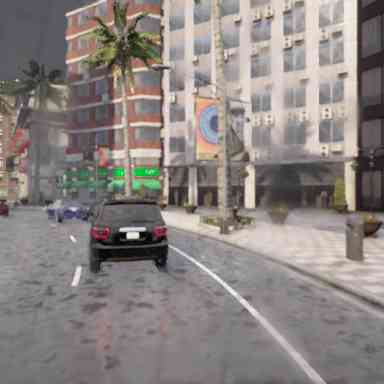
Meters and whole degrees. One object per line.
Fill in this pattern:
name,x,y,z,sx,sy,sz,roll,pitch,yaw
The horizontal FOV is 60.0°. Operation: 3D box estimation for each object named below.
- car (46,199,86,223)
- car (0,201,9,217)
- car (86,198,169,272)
car,-9.669,1.295,25.416,2.097,1.767,4.553,0,0,-36
car,-17.938,1.426,29.534,5.008,1.535,1.882,0,0,44
car,-2.266,1.192,11.044,2.150,2.045,5.566,0,0,-16
